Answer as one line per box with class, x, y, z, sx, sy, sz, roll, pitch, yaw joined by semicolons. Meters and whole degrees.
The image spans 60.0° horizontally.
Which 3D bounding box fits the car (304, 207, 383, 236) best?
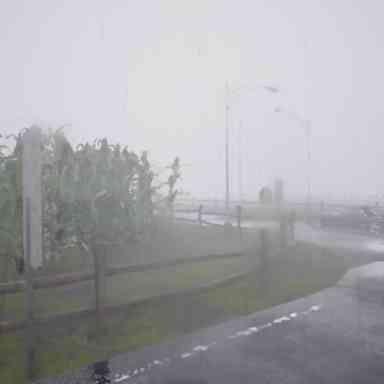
car;8.364;1.428;17.285;1.895;1.301;4.718;-1;1;-42
